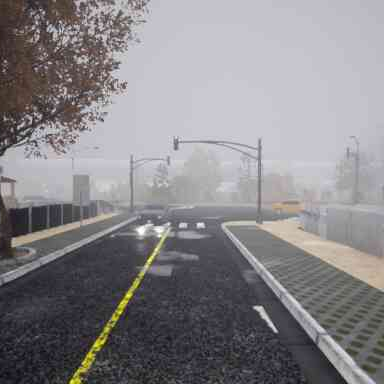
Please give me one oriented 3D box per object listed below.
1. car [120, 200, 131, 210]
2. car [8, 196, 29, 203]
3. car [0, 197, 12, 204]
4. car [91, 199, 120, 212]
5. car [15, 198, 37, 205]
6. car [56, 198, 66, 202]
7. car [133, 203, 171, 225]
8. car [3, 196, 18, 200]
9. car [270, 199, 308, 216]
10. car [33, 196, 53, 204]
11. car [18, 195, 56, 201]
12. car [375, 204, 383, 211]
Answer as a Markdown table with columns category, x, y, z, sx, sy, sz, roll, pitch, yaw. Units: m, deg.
| category | x | y | z | sx | sy | sz | roll | pitch | yaw |
| --- | --- | --- | --- | --- | --- | --- | --- | --- | --- |
| car | -10.032 | 1.713 | 45.483 | 4.718 | 1.301 | 1.895 | 0 | 2 | 36 |
| car | -38.968 | 1.608 | 74.651 | 4.902 | 1.511 | 2.128 | -1 | 2 | 36 |
| car | -41.085 | 1.855 | 72.180 | 4.181 | 1.385 | 1.994 | -1 | 2 | 36 |
| car | -12.002 | 1.726 | 42.895 | 4.892 | 1.490 | 1.837 | 0 | 2 | 34 |
| car | -33.054 | 1.819 | 66.347 | 4.718 | 1.301 | 1.895 | -1 | 2 | 36 |
| car | -22.548 | 1.713 | 54.592 | 4.902 | 1.511 | 2.128 | -1 | 2 | 36 |
| car | -2.652 | 1.541 | 24.311 | 2.033 | 1.411 | 5.357 | 0 | 0 | 3 |
| car | -35.279 | 1.856 | 63.946 | 4.902 | 1.511 | 2.128 | -1 | 2 | 36 |
| car | 9.841 | 1.416 | 31.040 | 5.008 | 1.535 | 1.882 | -1 | 2 | 36 |
| car | -30.863 | 1.656 | 68.768 | 4.181 | 1.385 | 1.994 | -1 | 2 | 36 |
| car | -24.185 | 1.551 | 51.747 | 5.566 | 2.045 | 2.150 | -1 | 1 | 36 |
| car | 18.506 | 1.289 | 29.017 | 4.674 | 1.442 | 1.812 | 0 | 2 | 37 |
